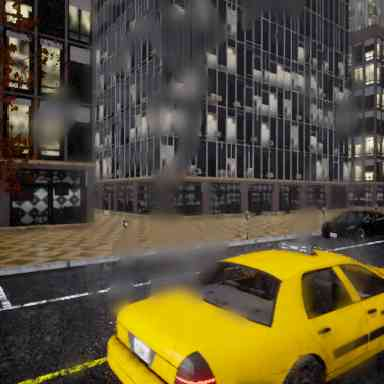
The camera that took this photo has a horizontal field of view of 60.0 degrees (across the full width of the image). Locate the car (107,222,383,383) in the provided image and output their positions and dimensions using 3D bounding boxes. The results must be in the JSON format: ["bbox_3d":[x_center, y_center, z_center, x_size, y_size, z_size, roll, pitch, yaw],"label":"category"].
[{"bbox_3d":[1.615,1.455,4.586,5.366,1.575,1.801,0,0,-36],"label":"car"}]

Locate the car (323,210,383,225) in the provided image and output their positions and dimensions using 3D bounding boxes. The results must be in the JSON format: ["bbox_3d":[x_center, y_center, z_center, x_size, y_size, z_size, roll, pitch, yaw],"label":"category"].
[{"bbox_3d":[8.140,1.563,16.226,4.313,1.339,1.947,0,0,-36],"label":"car"}]
